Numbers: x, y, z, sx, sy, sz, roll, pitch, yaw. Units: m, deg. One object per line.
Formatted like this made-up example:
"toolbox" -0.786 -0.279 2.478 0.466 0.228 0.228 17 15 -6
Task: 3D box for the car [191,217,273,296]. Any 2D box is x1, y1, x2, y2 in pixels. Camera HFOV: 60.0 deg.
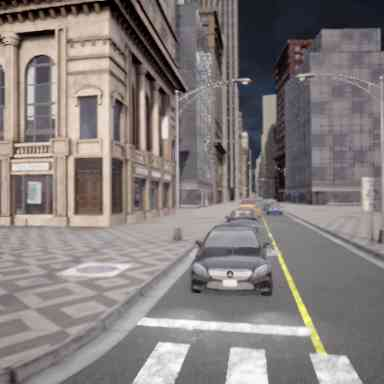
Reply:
"car" 1.143 1.669 9.256 1.812 1.442 4.674 -1 -1 9

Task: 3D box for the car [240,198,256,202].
"car" 6.960 1.827 40.599 2.150 2.045 5.566 -1 -1 11

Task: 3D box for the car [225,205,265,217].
"car" 3.093 1.797 20.126 2.128 1.511 4.902 -1 -1 10

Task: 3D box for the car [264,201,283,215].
"car" 10.503 2.153 42.411 2.033 1.411 5.357 -1 -1 11

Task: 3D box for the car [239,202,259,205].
"car" 5.014 1.935 30.387 1.882 1.535 5.008 -1 -1 11

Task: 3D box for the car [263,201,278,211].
"car" 12.745 2.263 54.477 2.128 1.511 4.902 -1 -1 11
